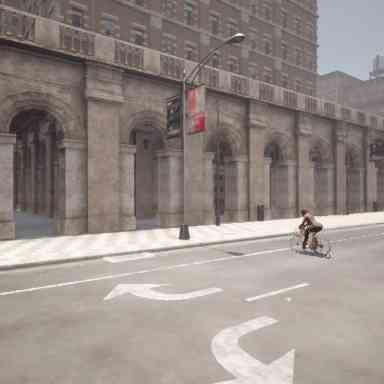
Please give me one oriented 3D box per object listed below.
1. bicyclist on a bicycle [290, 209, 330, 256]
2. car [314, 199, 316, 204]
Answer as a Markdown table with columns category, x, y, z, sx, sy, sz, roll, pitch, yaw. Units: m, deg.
| category | x | y | z | sx | sy | sz | roll | pitch | yaw |
| --- | --- | --- | --- | --- | --- | --- | --- | --- | --- |
| bicyclist on a bicycle | 4.201 | 1.455 | 11.958 | 0.582 | 1.620 | 1.656 | 0 | -2 | -36 |
| car | 20.450 | 1.595 | 60.727 | 1.895 | 1.301 | 4.718 | 0 | 0 | -37 |
